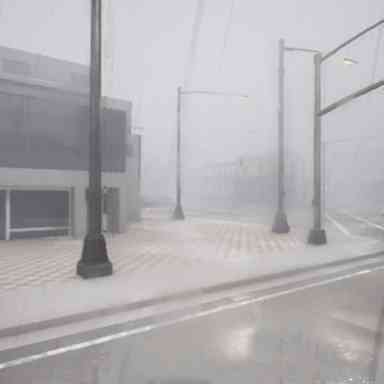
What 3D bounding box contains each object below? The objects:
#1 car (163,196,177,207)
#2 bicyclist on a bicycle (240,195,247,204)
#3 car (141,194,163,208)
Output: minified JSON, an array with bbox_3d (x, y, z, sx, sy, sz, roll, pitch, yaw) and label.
[{"bbox_3d":[-3.754,1.389,47.936,1.812,1.442,4.674,0,1,-36],"label":"car"},{"bbox_3d":[9.038,1.237,58.376,1.656,1.620,0.582,0,1,-36],"label":"bicyclist on a bicycle"},{"bbox_3d":[-6.552,1.391,45.825,2.033,1.411,5.357,0,1,-36],"label":"car"}]
